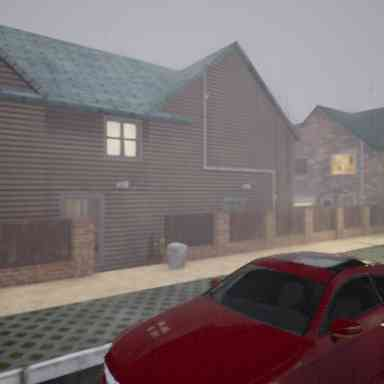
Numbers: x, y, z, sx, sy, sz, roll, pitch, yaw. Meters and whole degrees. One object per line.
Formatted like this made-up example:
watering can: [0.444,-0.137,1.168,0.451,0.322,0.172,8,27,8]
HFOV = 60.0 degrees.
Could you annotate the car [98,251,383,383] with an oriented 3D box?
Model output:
car: [1.280,1.527,3.980,4.674,1.442,1.812,0,0,-35]
